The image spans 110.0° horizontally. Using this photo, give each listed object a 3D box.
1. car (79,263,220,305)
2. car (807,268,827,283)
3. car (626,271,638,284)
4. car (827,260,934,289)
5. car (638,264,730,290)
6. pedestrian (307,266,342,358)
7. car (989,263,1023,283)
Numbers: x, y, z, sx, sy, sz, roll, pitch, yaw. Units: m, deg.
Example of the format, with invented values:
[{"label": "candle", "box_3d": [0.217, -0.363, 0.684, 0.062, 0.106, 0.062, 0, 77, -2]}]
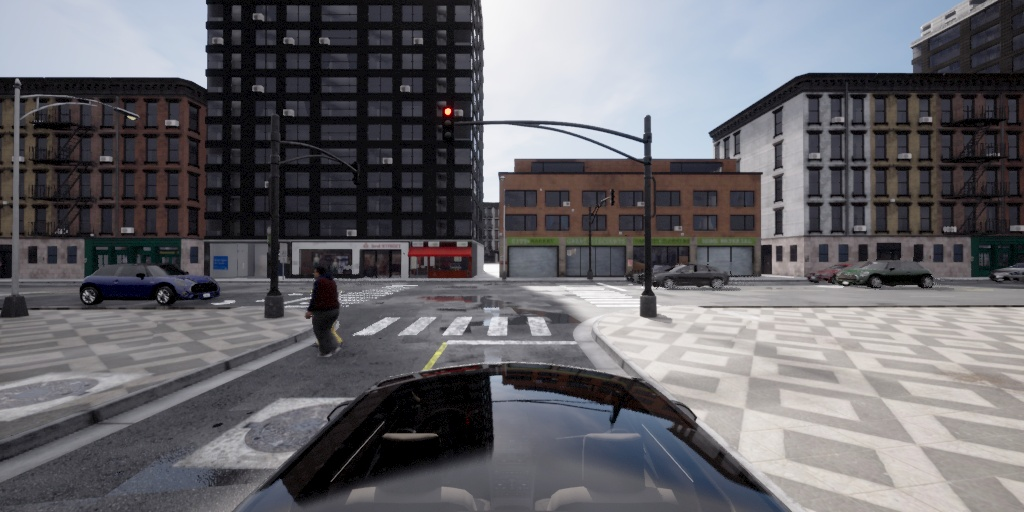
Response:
[{"label": "car", "box_3d": [-15.217, 1.088, 15.270, 4.553, 1.767, 2.097, 0, 0, 1]}, {"label": "car", "box_3d": [23.611, 1.266, 25.349, 4.674, 1.442, 1.812, 0, 0, 0]}, {"label": "car", "box_3d": [10.277, 1.332, 25.319, 4.181, 1.385, 1.994, 0, 0, 0]}, {"label": "car", "box_3d": [22.815, 1.067, 22.110, 4.553, 1.767, 2.097, 0, 0, 0]}, {"label": "car", "box_3d": [10.648, 1.246, 21.992, 4.892, 1.490, 1.837, 0, -1, -2]}, {"label": "pedestrian", "box_3d": [-3.676, 1.045, 7.036, 0.375, 1.860, 0.375, 0, 0, 0]}, {"label": "car", "box_3d": [36.985, 1.202, 25.388, 4.902, 1.511, 2.128, 0, 0, 0]}]
